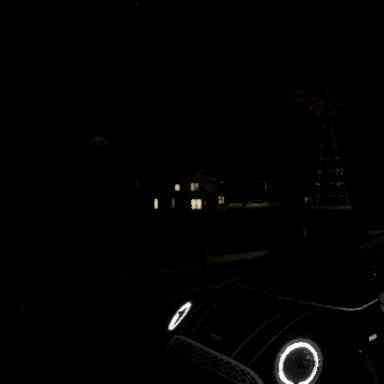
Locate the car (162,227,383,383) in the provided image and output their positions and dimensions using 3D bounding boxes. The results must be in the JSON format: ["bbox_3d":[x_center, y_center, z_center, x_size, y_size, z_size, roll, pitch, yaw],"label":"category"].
[{"bbox_3d":[1.802,1.449,4.546,4.553,1.767,2.097,0,-2,-40],"label":"car"}]
